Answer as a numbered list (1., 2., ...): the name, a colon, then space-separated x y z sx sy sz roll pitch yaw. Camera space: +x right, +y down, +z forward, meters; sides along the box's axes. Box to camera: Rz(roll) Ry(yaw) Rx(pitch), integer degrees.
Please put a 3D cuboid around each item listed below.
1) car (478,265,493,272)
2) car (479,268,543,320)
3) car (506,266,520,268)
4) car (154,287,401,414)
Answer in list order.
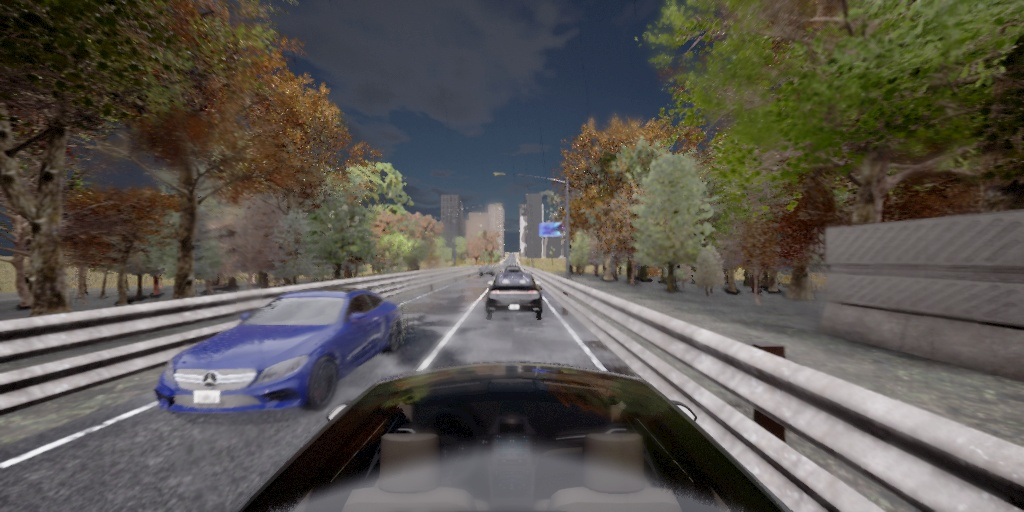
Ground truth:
1. car: -3.336 1.941 47.467 1.837 1.490 4.892 0 -1 0
2. car: 0.081 1.344 13.163 2.128 1.511 4.902 0 -1 0
3. car: 0.092 1.698 35.034 1.837 1.490 4.892 0 -1 0
4. car: -3.350 1.310 6.272 1.812 1.442 4.674 0 0 0
